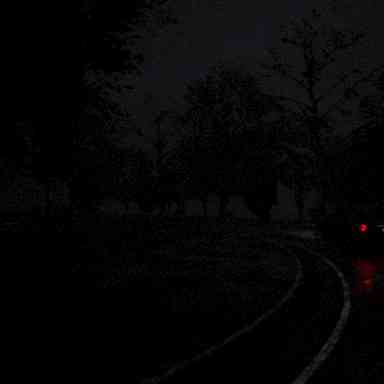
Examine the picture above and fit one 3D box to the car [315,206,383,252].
[{"bbox_3d":[6.953,1.379,14.116,2.097,1.767,4.553,0,0,-1],"label":"car"}]
